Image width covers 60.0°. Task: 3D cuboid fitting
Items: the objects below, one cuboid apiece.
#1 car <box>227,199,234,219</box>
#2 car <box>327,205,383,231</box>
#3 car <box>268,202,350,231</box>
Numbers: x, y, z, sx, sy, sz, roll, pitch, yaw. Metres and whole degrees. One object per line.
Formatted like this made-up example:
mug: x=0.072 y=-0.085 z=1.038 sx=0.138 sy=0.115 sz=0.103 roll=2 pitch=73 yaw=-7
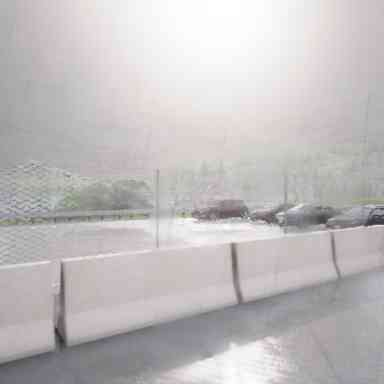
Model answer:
car: x=2.269 y=1.312 z=25.982 sx=4.553 sy=1.767 sz=2.097 roll=0 pitch=0 yaw=-30
car: x=9.339 y=1.510 z=17.967 sx=4.674 sy=1.442 sz=1.812 roll=0 pitch=0 yaw=-30
car: x=7.392 y=1.468 z=20.875 sx=4.902 sy=1.511 sz=2.128 roll=0 pitch=0 yaw=-30
